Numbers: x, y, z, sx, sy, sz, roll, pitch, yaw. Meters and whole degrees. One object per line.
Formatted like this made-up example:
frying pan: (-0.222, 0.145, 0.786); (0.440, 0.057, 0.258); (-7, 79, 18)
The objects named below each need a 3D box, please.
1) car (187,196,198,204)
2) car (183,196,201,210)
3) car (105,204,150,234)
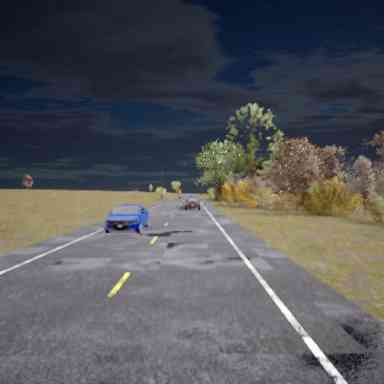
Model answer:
car: (0.106, 1.404, 62.098); (2.033, 1.411, 5.357); (0, 0, 0)
car: (0.092, 1.427, 41.914); (1.812, 1.442, 4.674); (0, 0, 0)
car: (-3.597, 1.431, 19.114); (1.882, 1.535, 5.008); (0, 0, 0)
